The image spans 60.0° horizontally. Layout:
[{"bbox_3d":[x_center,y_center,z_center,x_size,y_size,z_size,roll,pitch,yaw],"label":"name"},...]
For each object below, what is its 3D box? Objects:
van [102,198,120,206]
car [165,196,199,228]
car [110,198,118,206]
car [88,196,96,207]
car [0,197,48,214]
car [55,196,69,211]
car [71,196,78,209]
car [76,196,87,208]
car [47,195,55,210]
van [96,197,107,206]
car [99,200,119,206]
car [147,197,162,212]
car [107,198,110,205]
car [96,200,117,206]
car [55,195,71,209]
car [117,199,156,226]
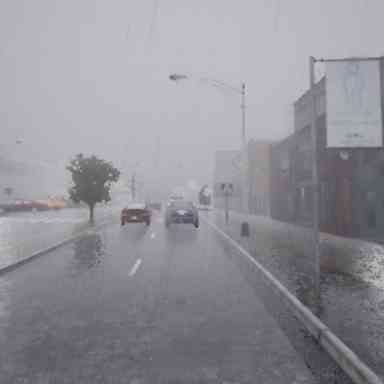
[{"bbox_3d":[-21.729,2.604,89.483,4.442,1.987,1.878,0,-2,-23],"label":"van"},{"bbox_3d":[-0.724,1.350,22.492,2.097,1.767,4.553,0,0,-3],"label":"car"},{"bbox_3d":[-21.127,2.574,80.589,5.366,1.575,1.946,0,-2,-23],"label":"car"},{"bbox_3d":[-19.892,1.664,56.731,5.566,2.045,2.435,0,-1,-23],"label":"car"},{"bbox_3d":[-18.608,1.548,35.947,5.008,1.535,2.097,0,0,-23],"label":"car"},{"bbox_3d":[-18.804,1.619,41.968,5.366,1.575,1.946,0,-1,-23],"label":"car"},{"bbox_3d":[-19.332,1.762,47.827,4.674,1.452,2.002,0,-1,-23],"label":"car"},{"bbox_3d":[-19.487,1.530,50.821,5.566,2.045,2.435,0,-1,-23],"label":"car"},{"bbox_3d":[-18.826,1.457,38.908,4.553,1.767,2.185,0,-1,-23],"label":"car"},{"bbox_3d":[-20.479,2.016,68.682,4.442,1.987,1.878,0,-2,-23],"label":"van"},{"bbox_3d":[-21.649,2.785,86.452,4.674,1.452,2.002,0,-1,-23],"label":"car"},{"bbox_3d":[-4.866,1.510,41.648,2.097,1.767,4.553,0,-1,-3],"label":"car"},{"bbox_3d":[-20.791,2.200,71.590,4.553,1.767,2.185,0,-2,-23],"label":"car"},{"bbox_3d":[-21.477,2.702,83.484,4.674,1.452,2.002,0,-2,-23],"label":"car"},{"bbox_3d":[-19.181,1.545,44.849,4.553,1.767,2.185,0,-1,-23],"label":"car"},{"bbox_3d":[-3.783,1.472,23.503,1.882,1.535,5.008,0,0,-3],"label":"car"}]
